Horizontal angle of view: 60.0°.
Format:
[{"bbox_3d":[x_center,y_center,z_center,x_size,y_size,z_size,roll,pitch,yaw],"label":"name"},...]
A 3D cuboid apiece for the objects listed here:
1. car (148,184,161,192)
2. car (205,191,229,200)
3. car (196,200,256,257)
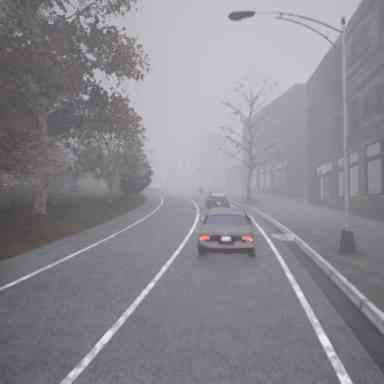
[{"bbox_3d":[-7.154,-0.772,63.349,1.812,1.442,4.674,2,2,-17],"label":"car"},{"bbox_3d":[2.075,0.618,28.289,1.812,1.442,4.674,0,2,-1],"label":"car"},{"bbox_3d":[1.232,1.259,11.802,2.033,1.411,5.357,0,2,7],"label":"car"}]
